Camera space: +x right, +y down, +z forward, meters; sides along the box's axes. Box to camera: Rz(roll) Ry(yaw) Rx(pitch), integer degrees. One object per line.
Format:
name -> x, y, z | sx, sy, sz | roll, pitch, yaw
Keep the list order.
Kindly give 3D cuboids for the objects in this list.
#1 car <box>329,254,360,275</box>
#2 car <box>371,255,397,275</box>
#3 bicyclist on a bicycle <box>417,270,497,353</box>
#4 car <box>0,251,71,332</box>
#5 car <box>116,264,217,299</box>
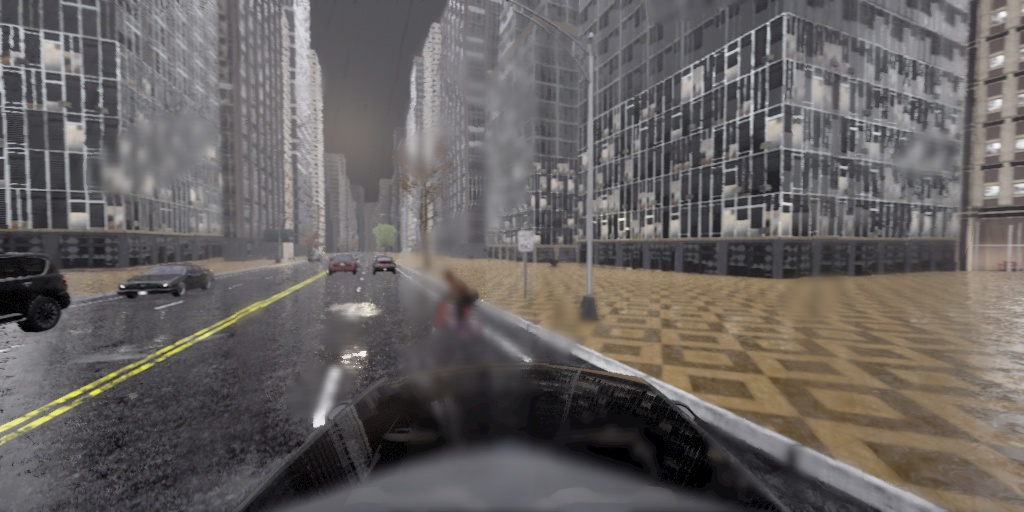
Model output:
car -> -14.590, 0.651, 31.190 | 2.097, 1.767, 4.553 | -1, 1, -21
car -> -11.150, 0.786, 31.261 | 1.837, 1.490, 4.892 | -1, 1, -21
bicyclist on a bicycle -> -1.101, 1.094, 7.242 | 1.656, 1.620, 0.582 | -2, 2, -21
car -> -12.355, 0.932, 7.377 | 2.150, 2.045, 5.566 | -1, 1, -21
car -> -16.257, 1.101, 17.286 | 2.033, 1.411, 5.357 | -1, 1, -22
